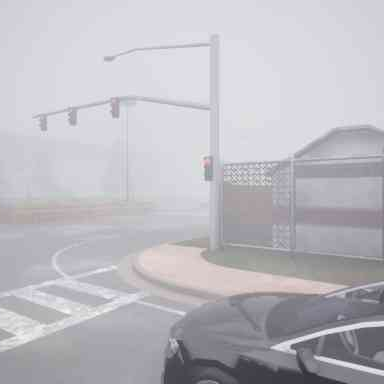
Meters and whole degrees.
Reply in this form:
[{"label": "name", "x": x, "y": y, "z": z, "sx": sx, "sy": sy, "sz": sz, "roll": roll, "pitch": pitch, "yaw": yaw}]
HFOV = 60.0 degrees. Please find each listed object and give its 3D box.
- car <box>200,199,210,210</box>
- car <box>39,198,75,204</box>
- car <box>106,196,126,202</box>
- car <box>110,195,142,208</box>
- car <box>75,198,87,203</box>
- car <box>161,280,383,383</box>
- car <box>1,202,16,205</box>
[{"label": "car", "x": 3.120, "y": 1.547, "z": 42.567, "sx": 2.033, "sy": 1.411, "sz": 5.357, "roll": 0, "pitch": 0, "yaw": 34}, {"label": "car", "x": -14.919, "y": 1.564, "z": 34.838, "sx": 1.994, "sy": 1.385, "sz": 4.181, "roll": 0, "pitch": 0, "yaw": 34}, {"label": "car", "x": -9.758, "y": 1.547, "z": 42.550, "sx": 2.033, "sy": 1.411, "sz": 5.357, "roll": 0, "pitch": 0, "yaw": 34}, {"label": "car", "x": -9.652, "y": 1.352, "z": 48.994, "sx": 2.097, "sy": 1.767, "sz": 4.553, "roll": 0, "pitch": 0, "yaw": 34}, {"label": "car", "x": -15.101, "y": 1.505, "z": 40.860, "sx": 1.837, "sy": 1.490, "sz": 4.892, "roll": 0, "pitch": 0, "yaw": 34}, {"label": "car", "x": 1.925, "y": 1.492, "z": 2.640, "sx": 4.902, "sy": 1.511, "sz": 2.128, "roll": 0, "pitch": 0, "yaw": 36}, {"label": "car", "x": -20.346, "y": 1.547, "z": 33.019, "sx": 2.033, "sy": 1.411, "sz": 5.357, "roll": 0, "pitch": 0, "yaw": 34}]
